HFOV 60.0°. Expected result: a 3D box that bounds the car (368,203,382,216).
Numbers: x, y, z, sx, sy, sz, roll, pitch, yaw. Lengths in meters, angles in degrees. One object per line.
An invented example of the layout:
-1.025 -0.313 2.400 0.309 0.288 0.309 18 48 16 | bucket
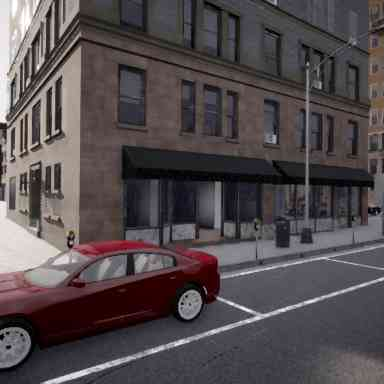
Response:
14.477 1.444 30.170 1.895 1.301 4.718 1 0 -35 | car

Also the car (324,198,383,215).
16.242 1.411 33.322 2.033 1.411 5.357 1 0 -35 | car

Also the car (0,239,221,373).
-1.564 1.545 5.638 4.507 1.381 1.887 0 1 -35 | car
